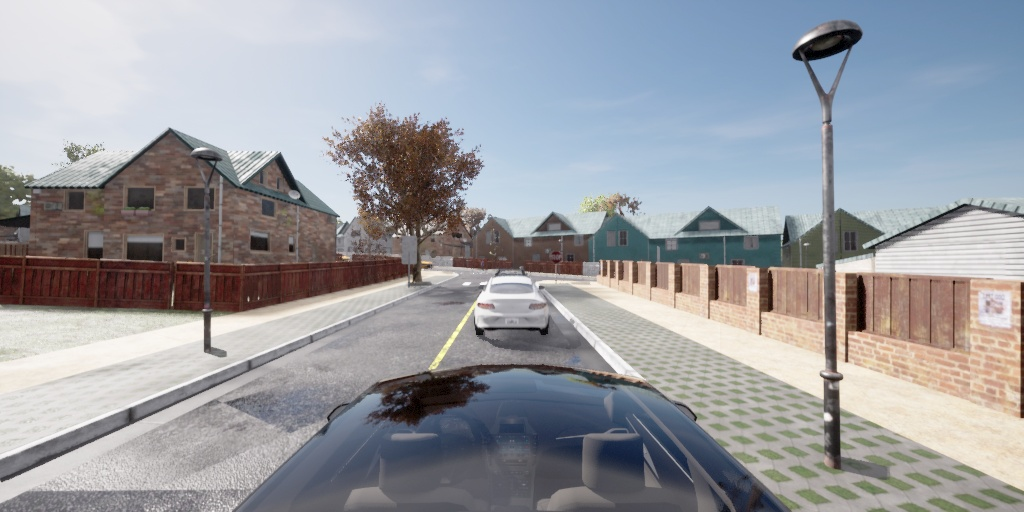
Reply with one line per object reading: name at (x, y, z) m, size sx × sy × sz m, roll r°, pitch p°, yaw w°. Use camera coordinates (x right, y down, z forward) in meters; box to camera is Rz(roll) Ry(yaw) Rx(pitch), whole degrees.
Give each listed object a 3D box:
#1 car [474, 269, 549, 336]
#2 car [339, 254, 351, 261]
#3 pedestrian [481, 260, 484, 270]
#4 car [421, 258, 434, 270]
car at (-0.015, 1.273, 10.256) m, size 1.812 × 1.442 × 4.674 m, roll 0°, pitch 0°, yaw 0°
car at (-24.522, 0.309, 49.997) m, size 5.008 × 1.535 × 1.882 m, roll 3°, pitch 0°, yaw 31°
pedestrian at (-3.620, 1.086, 44.082) m, size 0.375 × 1.300 × 0.375 m, roll -1°, pitch -5°, yaw 31°
car at (-11.331, 0.817, 41.926) m, size 5.008 × 1.535 × 1.882 m, roll 2°, pitch 0°, yaw 31°
